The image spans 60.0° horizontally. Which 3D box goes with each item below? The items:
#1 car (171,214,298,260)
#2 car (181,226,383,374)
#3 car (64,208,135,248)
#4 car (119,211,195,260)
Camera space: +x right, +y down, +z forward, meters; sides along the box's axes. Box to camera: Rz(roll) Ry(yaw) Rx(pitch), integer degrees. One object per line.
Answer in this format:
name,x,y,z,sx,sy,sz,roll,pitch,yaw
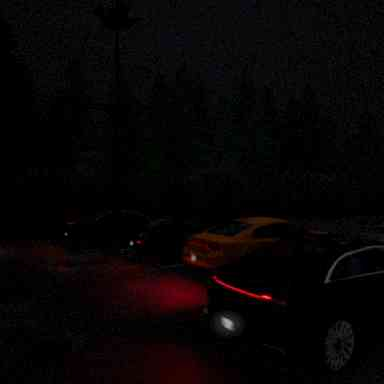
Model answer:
car,2.141,1.455,9.435,5.008,1.535,1.882,0,0,-31
car,2.521,1.478,5.560,4.902,1.511,2.128,0,0,-31
car,-2.957,1.458,14.521,4.902,1.511,2.128,0,0,-31
car,-0.044,1.497,12.215,4.674,1.442,1.812,0,0,-32
